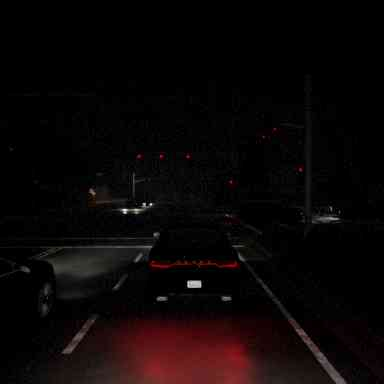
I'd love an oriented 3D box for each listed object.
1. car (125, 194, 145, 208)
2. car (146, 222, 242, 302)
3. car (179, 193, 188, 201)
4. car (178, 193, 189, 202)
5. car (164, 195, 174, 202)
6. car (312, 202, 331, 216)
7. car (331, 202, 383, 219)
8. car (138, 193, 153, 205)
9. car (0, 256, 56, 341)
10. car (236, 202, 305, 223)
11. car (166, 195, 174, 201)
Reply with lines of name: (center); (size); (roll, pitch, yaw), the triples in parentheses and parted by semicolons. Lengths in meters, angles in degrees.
car: (-8.263, 1.478, 47.089); (1.882, 1.535, 5.008); (0, 0, -1)
car: (0.009, 1.478, 8.344); (1.882, 1.535, 5.008); (0, 0, -1)
car: (-2.104, 1.225, 84.943); (2.150, 2.045, 5.566); (0, 0, -1)
car: (-1.832, 1.225, 74.210); (2.150, 2.045, 5.566); (0, 0, -1)
car: (-5.350, 1.523, 74.840); (2.128, 1.511, 4.902); (0, 0, -1)
car: (10.895, 1.601, 32.304); (4.718, 1.301, 1.895); (0, 0, -2)
car: (14.788, 1.564, 28.911); (4.181, 1.385, 1.994); (0, 0, -2)
car: (-8.492, 1.221, 57.073); (2.150, 2.045, 5.566); (0, 0, -1)
car: (-3.464, 1.492, 4.356); (2.128, 1.511, 4.902); (0, 0, 0)
car: (5.784, 1.505, 24.913); (4.892, 1.490, 1.837); (0, 0, -2)
car: (-5.611, 1.540, 85.147); (2.033, 1.411, 5.357); (0, 0, -1)
